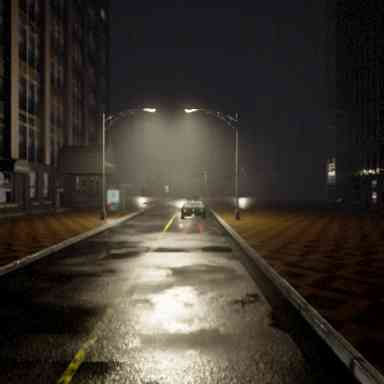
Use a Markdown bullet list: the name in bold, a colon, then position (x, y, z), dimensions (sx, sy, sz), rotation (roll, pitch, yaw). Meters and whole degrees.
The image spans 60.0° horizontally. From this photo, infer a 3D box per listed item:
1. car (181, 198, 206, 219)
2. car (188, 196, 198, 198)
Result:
- **car**: position (0.098, 1.398, 26.851), dimensions (1.895, 1.301, 4.718), rotation (0, 0, 0)
- **car**: position (0.097, 1.211, 44.505), dimensions (2.033, 1.411, 5.357), rotation (0, 0, 0)
